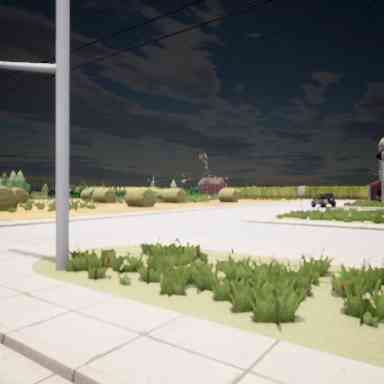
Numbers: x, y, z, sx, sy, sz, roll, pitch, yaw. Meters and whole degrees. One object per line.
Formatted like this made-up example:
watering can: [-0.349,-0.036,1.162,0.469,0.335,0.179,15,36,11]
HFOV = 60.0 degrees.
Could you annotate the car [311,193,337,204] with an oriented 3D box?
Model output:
car: [17.294,1.087,43.849,1.905,1.878,3.866,-6,-1,-8]
